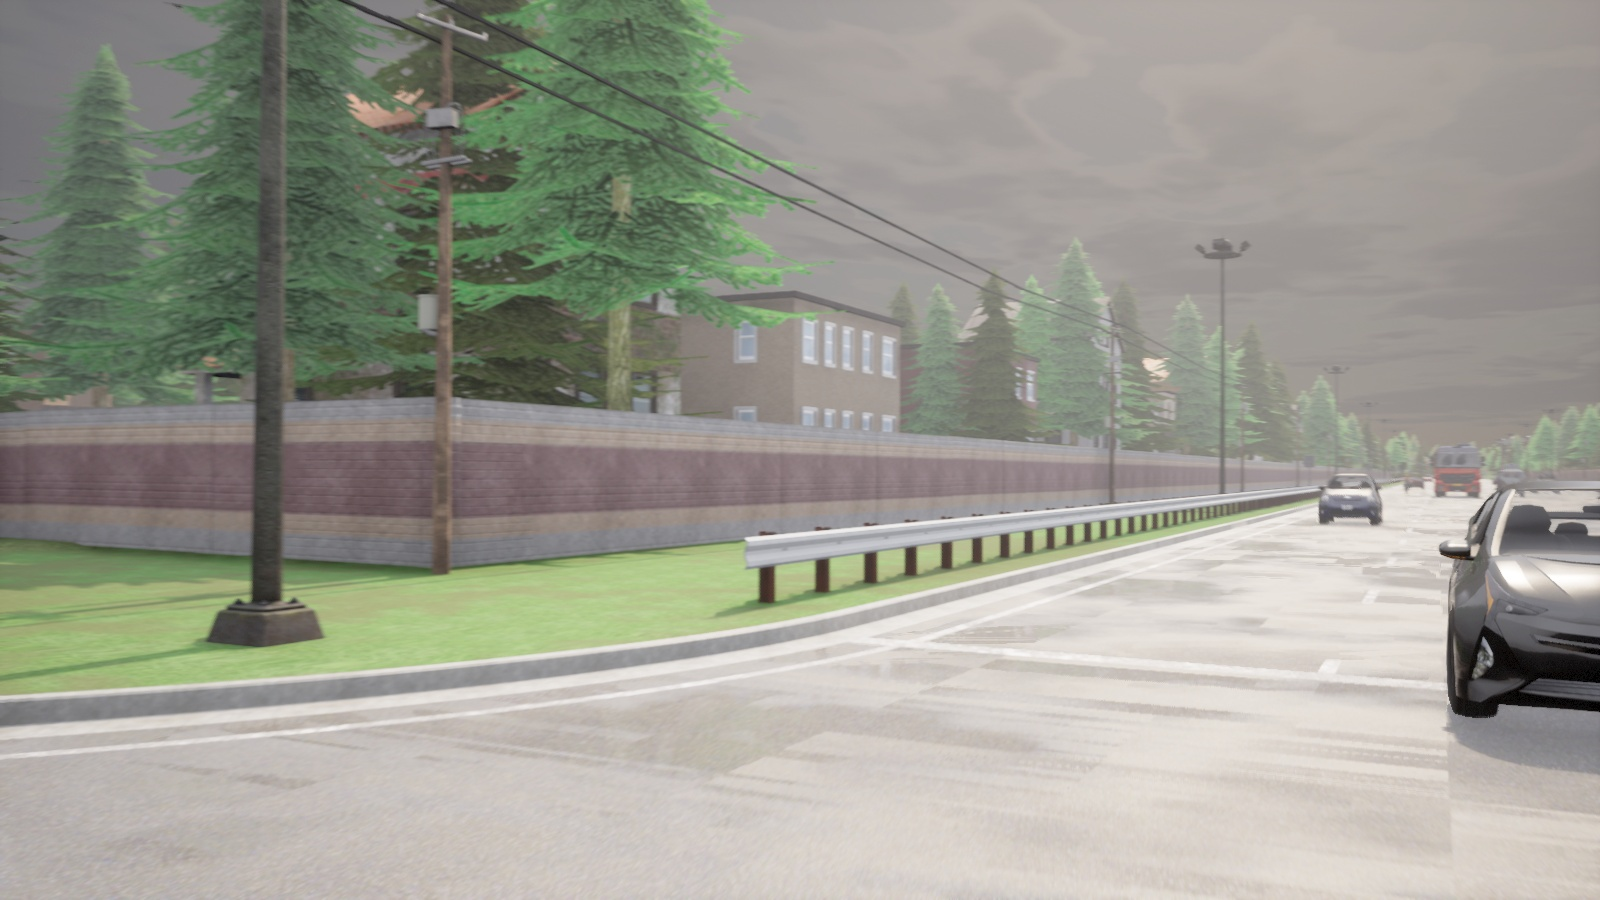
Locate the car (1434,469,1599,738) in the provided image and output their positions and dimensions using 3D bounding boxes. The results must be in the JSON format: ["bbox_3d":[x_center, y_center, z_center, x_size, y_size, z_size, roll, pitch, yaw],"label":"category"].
[{"bbox_3d":[5.734,0.902,9.066,2.007,1.525,4.514,-1,-1,26],"label":"car"}]

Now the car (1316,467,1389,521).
[{"bbox_3d":[17.544,1.345,39.783,1.851,1.617,3.988,-1,-1,27],"label":"car"}]
